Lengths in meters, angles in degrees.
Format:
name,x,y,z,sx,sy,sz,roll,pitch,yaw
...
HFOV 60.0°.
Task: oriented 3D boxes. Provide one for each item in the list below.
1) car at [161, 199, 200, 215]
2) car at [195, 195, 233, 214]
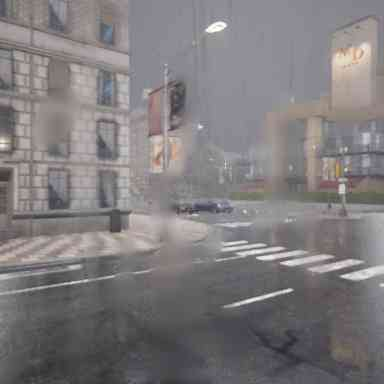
name,x,y,z,sx,sy,sz,roll,pitch,yaw
car,-1.492,1.574,34.168,1.994,1.385,4.181,0,0,-36
car,2.258,1.365,34.950,2.097,1.767,4.553,0,0,-36
